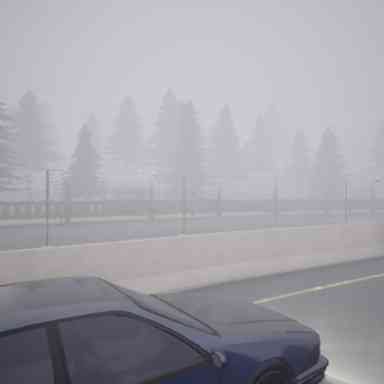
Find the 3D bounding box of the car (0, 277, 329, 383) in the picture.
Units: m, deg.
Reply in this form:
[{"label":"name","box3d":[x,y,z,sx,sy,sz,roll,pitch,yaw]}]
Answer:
[{"label":"car","box3d":[-1.156,1.537,2.842,5.357,1.411,2.033,0,0,-34]}]
